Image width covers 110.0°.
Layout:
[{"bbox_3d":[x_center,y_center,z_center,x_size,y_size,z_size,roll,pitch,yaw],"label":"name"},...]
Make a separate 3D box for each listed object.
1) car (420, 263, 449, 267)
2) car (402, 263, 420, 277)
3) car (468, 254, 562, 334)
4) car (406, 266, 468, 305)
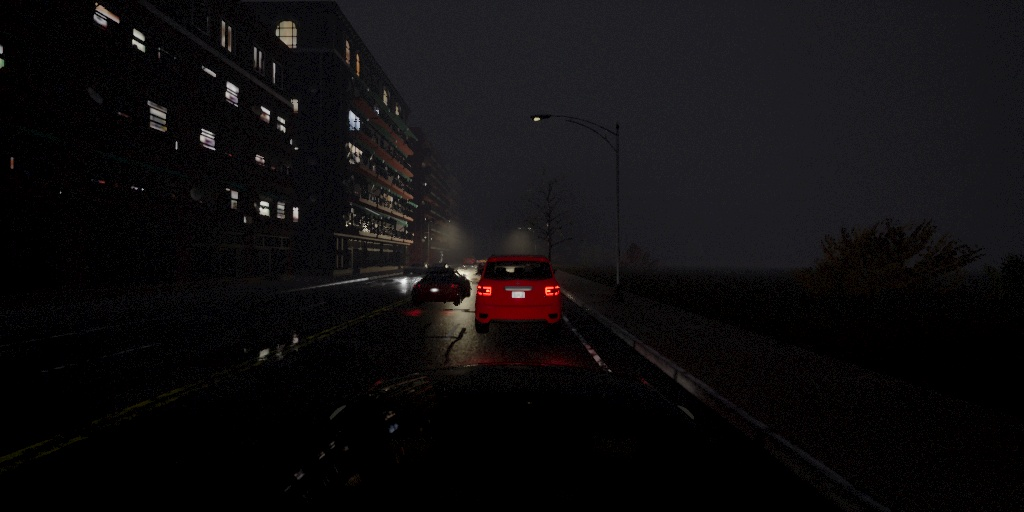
[{"bbox_3d":[-6.361,1.318,31.602,1.994,1.385,4.181,0,0,0],"label":"car"},{"bbox_3d":[-9.573,1.355,36.336,1.895,1.301,4.718,0,0,0],"label":"car"},{"bbox_3d":[0.168,0.973,10.809,2.150,2.045,5.566,0,0,1],"label":"car"},{"bbox_3d":[-3.037,1.317,16.122,1.994,1.385,4.181,0,0,0],"label":"car"}]
